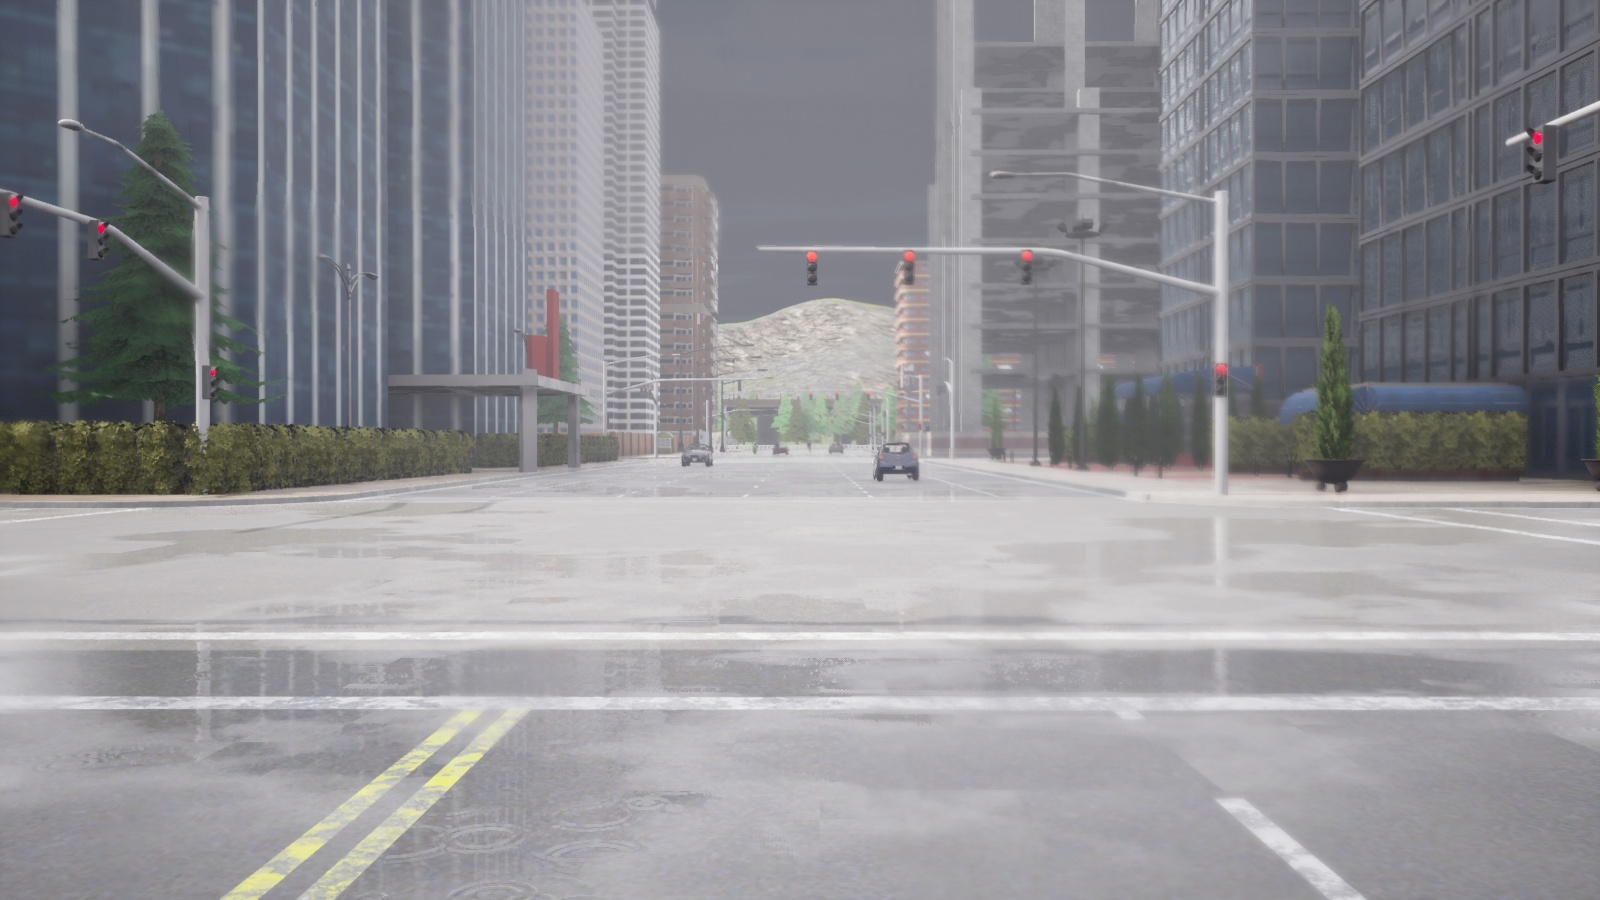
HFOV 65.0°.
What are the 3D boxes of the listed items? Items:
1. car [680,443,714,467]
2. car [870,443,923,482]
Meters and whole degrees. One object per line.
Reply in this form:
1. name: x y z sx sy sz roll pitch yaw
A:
1. car: -6.539 0.304 79.925 1.816 1.474 4.193 0 0 0
2. car: 3.795 0.481 50.057 1.845 1.501 3.633 0 0 0
